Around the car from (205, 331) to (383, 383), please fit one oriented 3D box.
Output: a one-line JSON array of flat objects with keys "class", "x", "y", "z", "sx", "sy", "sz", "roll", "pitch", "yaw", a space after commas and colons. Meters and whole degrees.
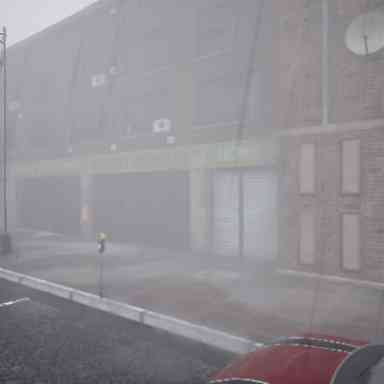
[{"class": "car", "x": 1.781, "y": 1.444, "z": 1.613, "sx": 4.097, "sy": 1.590, "sz": 1.967, "roll": 0, "pitch": 0, "yaw": 36}]
